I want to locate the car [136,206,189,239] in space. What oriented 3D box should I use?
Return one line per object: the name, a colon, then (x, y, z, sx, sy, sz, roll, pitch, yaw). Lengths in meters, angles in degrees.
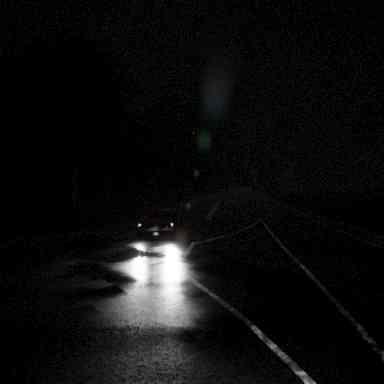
car: (-1.342, 1.429, 16.684, 1.895, 1.301, 4.718, -1, 2, 7)
